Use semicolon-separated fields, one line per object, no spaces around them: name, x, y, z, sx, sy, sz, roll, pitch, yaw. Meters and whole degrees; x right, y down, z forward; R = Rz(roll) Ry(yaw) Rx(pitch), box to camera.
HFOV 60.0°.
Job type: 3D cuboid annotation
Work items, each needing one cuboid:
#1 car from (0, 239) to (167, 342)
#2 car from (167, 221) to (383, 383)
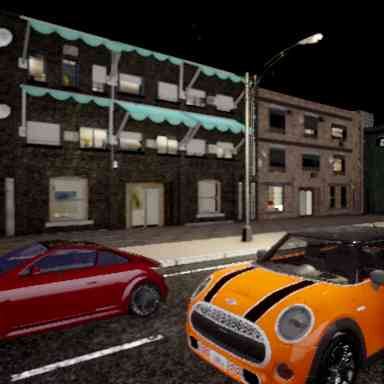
car;-2.507;1.572;5.890;4.181;1.385;1.994;0;0;-35
car;2.140;1.381;5.210;4.553;1.767;2.097;0;0;-35
